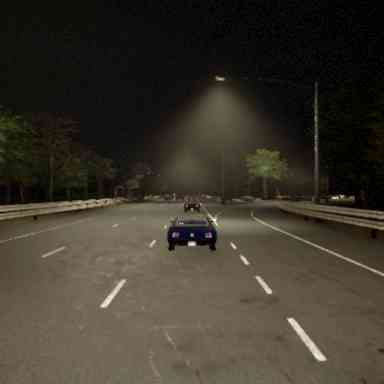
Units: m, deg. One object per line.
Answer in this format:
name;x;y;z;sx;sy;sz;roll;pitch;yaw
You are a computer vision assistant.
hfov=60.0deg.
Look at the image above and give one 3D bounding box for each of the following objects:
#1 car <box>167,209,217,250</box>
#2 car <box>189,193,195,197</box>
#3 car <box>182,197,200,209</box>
car;0.003;1.634;14.526;1.895;1.301;4.718;0;0;0
car;0.006;1.528;70.676;2.097;1.767;4.553;0;0;0
car;0.005;1.696;41.515;1.895;1.301;4.718;0;0;0
